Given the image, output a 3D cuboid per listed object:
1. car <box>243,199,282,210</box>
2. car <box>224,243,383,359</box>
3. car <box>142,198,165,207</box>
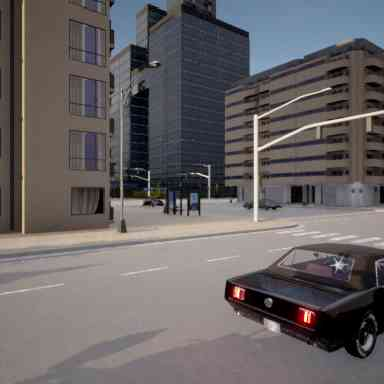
[{"bbox_3d":[9.114,1.603,43.291,2.033,1.411,5.357,0,0,-38],"label":"car"},{"bbox_3d":[2.922,1.601,6.009,4.718,1.301,1.895,0,0,-36],"label":"car"},{"bbox_3d":[-5.871,1.619,50.993,1.994,1.385,4.181,0,0,-37],"label":"car"}]
